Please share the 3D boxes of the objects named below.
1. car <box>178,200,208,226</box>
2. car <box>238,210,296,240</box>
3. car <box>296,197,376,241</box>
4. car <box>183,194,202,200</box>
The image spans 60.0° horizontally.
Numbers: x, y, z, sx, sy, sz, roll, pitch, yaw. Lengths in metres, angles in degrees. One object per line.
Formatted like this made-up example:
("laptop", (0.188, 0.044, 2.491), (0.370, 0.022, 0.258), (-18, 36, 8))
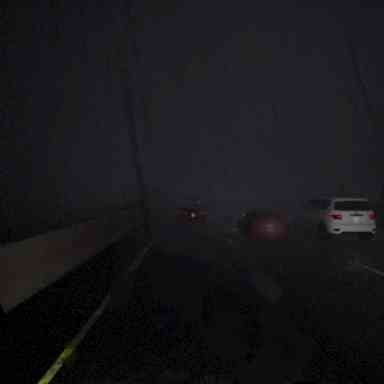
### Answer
("car", (0.076, 1.538, 23.905), (2.163, 1.488, 4.792), (0, 0, 0))
("car", (3.581, 1.588, 17.084), (1.994, 1.385, 4.181), (0, 0, 0))
("car", (7.071, 1.245, 17.017), (2.150, 2.045, 5.566), (0, 0, 0))
("car", (0.050, 1.282, 41.269), (2.150, 2.045, 5.566), (0, 0, 0))
